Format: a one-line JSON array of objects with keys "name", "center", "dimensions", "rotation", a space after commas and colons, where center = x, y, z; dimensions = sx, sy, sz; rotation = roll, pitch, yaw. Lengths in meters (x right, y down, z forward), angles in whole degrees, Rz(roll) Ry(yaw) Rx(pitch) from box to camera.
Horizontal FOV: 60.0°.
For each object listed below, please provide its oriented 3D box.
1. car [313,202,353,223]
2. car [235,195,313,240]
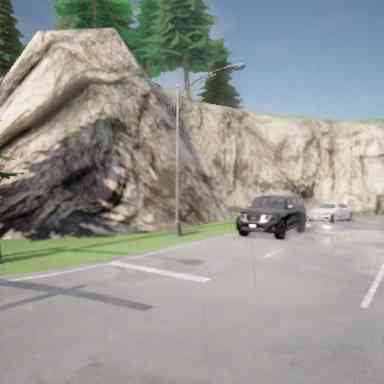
[{"name": "car", "center": [10.476, 1.486, 25.031], "dimensions": [4.674, 1.442, 1.812], "rotation": [0, 0, -41]}, {"name": "car", "center": [4.291, 1.177, 17.330], "dimensions": [2.150, 2.045, 5.566], "rotation": [0, 0, 34]}]
